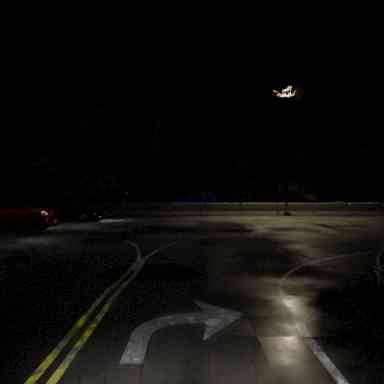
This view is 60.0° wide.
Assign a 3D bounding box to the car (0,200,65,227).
[{"bbox_3d":[-11.322,1.355,22.090,4.553,1.767,2.097,0,0,-1],"label":"car"}]

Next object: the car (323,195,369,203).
[{"bbox_3d":[18.773,1.199,40.076,4.553,1.767,2.097,0,0,0],"label":"car"}]

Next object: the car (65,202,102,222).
[{"bbox_3d":[-9.744,1.519,25.607,5.357,1.411,2.033,0,0,-1],"label":"car"}]

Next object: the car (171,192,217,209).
[{"bbox_3d":[0.199,1.069,39.899,5.566,2.045,2.150,0,0,-1],"label":"car"}]

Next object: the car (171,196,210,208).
[{"bbox_3d":[-0.162,1.295,43.399,5.008,1.535,1.882,0,0,-1],"label":"car"}]

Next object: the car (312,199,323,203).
[{"bbox_3d":[17.907,1.380,43.568,4.181,1.385,1.994,0,0,0],"label":"car"}]
